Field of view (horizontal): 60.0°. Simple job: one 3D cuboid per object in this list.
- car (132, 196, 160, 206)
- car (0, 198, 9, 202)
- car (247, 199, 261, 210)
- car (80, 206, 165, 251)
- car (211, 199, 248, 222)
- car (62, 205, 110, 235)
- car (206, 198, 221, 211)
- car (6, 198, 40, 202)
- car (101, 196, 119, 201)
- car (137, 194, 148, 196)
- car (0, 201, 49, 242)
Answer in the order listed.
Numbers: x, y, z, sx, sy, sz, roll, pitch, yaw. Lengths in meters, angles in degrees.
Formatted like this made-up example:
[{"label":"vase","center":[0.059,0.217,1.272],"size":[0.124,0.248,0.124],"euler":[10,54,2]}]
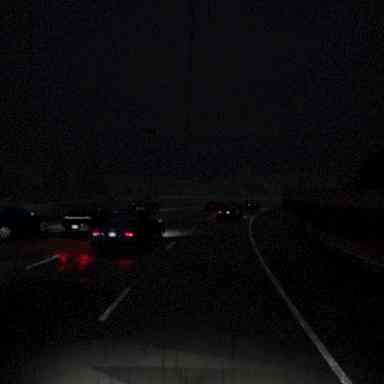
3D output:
[{"label":"car","center":[-5.047,1.480,37.121],"size":[2.128,1.511,4.902],"euler":[0,0,15]},{"label":"car","center":[-20.018,1.433,35.904],"size":[1.882,1.535,5.008],"euler":[0,0,14]},{"label":"car","center":[7.624,1.581,42.390],"size":[1.994,1.385,4.181],"euler":[0,0,19]},{"label":"car","center":[-2.501,1.542,14.130],"size":[2.033,1.411,5.357],"euler":[0,0,7]},{"label":"car","center":[3.159,1.554,26.801],"size":[2.033,1.411,5.357],"euler":[0,0,12]},{"label":"car","center":[-5.388,1.480,18.661],"size":[2.128,1.511,4.902],"euler":[0,0,8]},{"label":"car","center":[3.047,1.484,39.792],"size":[1.882,1.535,5.008],"euler":[0,0,17]},{"label":"car","center":[-16.666,1.564,35.015],"size":[1.895,1.301,4.718],"euler":[0,0,14]},{"label":"car","center":[-16.531,1.506,67.066],"size":[1.994,1.385,4.181],"euler":[0,0,23]},{"label":"car","center":[-10.812,1.225,70.868],"size":[2.097,1.767,4.553],"euler":[0,0,25]},{"label":"car","center":[-9.198,1.457,16.528],"size":[1.882,1.535,5.008],"euler":[0,0,7]}]
